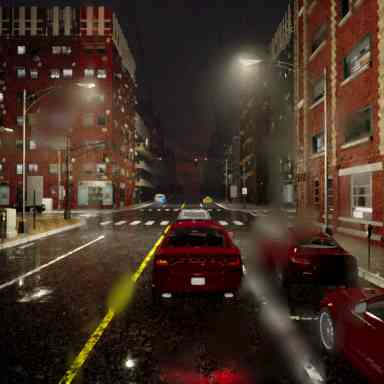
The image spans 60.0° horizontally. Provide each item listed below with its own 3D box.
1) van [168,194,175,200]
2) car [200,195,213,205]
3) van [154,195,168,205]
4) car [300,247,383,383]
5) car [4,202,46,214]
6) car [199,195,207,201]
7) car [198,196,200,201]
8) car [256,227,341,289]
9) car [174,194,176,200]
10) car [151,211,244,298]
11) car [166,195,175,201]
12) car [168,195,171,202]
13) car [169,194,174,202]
[{"bbox_3d":[-5.599,1.375,92.082,1.690,1.788,3.998,1,0,0],"label":"van"},{"bbox_3d":[2.750,1.543,58.292,1.752,1.417,4.829,1,0,0],"label":"car"},{"bbox_3d":[-5.627,1.359,58.168,1.690,1.788,3.998,1,0,0],"label":"van"},{"bbox_3d":[2.670,1.583,3.213,1.802,1.307,4.206,1,0,0],"label":"car"},{"bbox_3d":[-18.680,1.730,37.269,4.313,1.339,1.947,0,-1,0],"label":"car"},{"bbox_3d":[2.773,1.597,86.383,1.947,1.339,4.313,1,0,0],"label":"car"},{"bbox_3d":[2.769,1.572,80.732,1.887,1.381,4.507,1,0,0],"label":"car"},{"bbox_3d":[2.845,1.584,8.869,1.802,1.307,4.206,1,0,0],"label":"car"},{"bbox_3d":[-5.611,1.553,80.607,1.752,1.417,4.829,1,0,0],"label":"car"},{"bbox_3d":[0.105,1.480,8.549,1.882,1.535,5.008,0,0,0],"label":"car"},{"bbox_3d":[-5.607,1.582,86.429,2.008,1.369,4.403,1,0,0],"label":"car"},{"bbox_3d":[-5.626,1.602,63.820,1.802,1.307,4.206,1,0,0],"label":"car"},{"bbox_3d":[-5.617,1.607,75.125,1.802,1.307,4.206,1,0,0],"label":"car"}]
